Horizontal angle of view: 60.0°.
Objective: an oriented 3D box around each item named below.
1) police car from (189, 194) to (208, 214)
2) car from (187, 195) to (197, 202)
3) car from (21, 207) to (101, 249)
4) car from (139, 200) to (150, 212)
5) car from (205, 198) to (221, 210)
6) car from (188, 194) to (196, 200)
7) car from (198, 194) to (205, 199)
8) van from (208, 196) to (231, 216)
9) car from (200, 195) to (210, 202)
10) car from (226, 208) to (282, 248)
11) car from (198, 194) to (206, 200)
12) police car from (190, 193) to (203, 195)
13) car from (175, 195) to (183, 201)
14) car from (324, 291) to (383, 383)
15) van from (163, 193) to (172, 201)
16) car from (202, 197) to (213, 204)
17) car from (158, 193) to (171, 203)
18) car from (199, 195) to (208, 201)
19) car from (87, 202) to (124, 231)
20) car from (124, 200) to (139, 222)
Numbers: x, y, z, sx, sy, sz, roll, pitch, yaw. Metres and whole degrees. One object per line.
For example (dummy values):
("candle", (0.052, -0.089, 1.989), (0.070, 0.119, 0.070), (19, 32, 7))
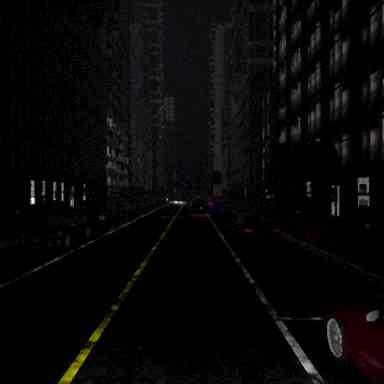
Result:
("police car", (0.900, 1.385, 35.596), (1.930, 1.638, 5.238), (0, 0, 0))
("car", (0.000, 1.320, 71.233), (2.033, 1.411, 5.357), (0, 0, 0))
("car", (-5.691, 1.541, 14.393), (2.008, 1.369, 4.403), (0, 0, 0))
("car", (-5.691, 1.538, 37.162), (1.802, 1.307, 4.206), (0, 0, 0))
("car", (2.690, 1.529, 42.852), (1.802, 1.307, 4.206), (0, 0, 0))
("car", (0.000, 1.277, 86.233), (2.033, 1.411, 5.357), (0, 0, 0))
("car", (2.691, 1.271, 94.083), (1.967, 1.590, 4.097), (0, 0, 0))
("van", (2.690, 1.306, 31.467), (1.690, 1.788, 3.998), (0, 0, 0))
("car", (2.691, 1.448, 71.314), (2.008, 1.369, 4.403), (0, 0, 0))
("car", (2.690, 1.572, 14.391), (1.802, 1.307, 4.206), (0, 0, 0))
("car", (2.692, 1.289, 88.391), (1.967, 1.590, 4.097), (0, 0, 0))
("police car", (0.900, 1.369, 45.596), (1.930, 1.638, 5.238), (0, 0, 0))
("car", (-3.000, 1.373, 76.635), (2.128, 1.511, 4.902), (0, 0, 0))
("car", (2.689, 1.580, 3.003), (1.802, 1.307, 4.206), (0, 0, 0))
("van", (-5.689, 1.224, 77.010), (1.690, 1.788, 3.998), (0, 0, 0))
("car", (2.691, 1.503, 59.929), (1.802, 1.307, 4.206), (0, 0, 0))
("car", (-5.690, 1.461, 65.625), (2.008, 1.369, 4.403), (0, 0, 0))
("car", (2.691, 1.434, 77.007), (2.008, 1.369, 4.403), (0, 0, 0))
("car", (-5.691, 1.423, 20.086), (1.967, 1.590, 4.097), (0, 0, 0))
("car", (-5.691, 1.525, 25.778), (2.008, 1.369, 4.403), (0, 0, 0))
